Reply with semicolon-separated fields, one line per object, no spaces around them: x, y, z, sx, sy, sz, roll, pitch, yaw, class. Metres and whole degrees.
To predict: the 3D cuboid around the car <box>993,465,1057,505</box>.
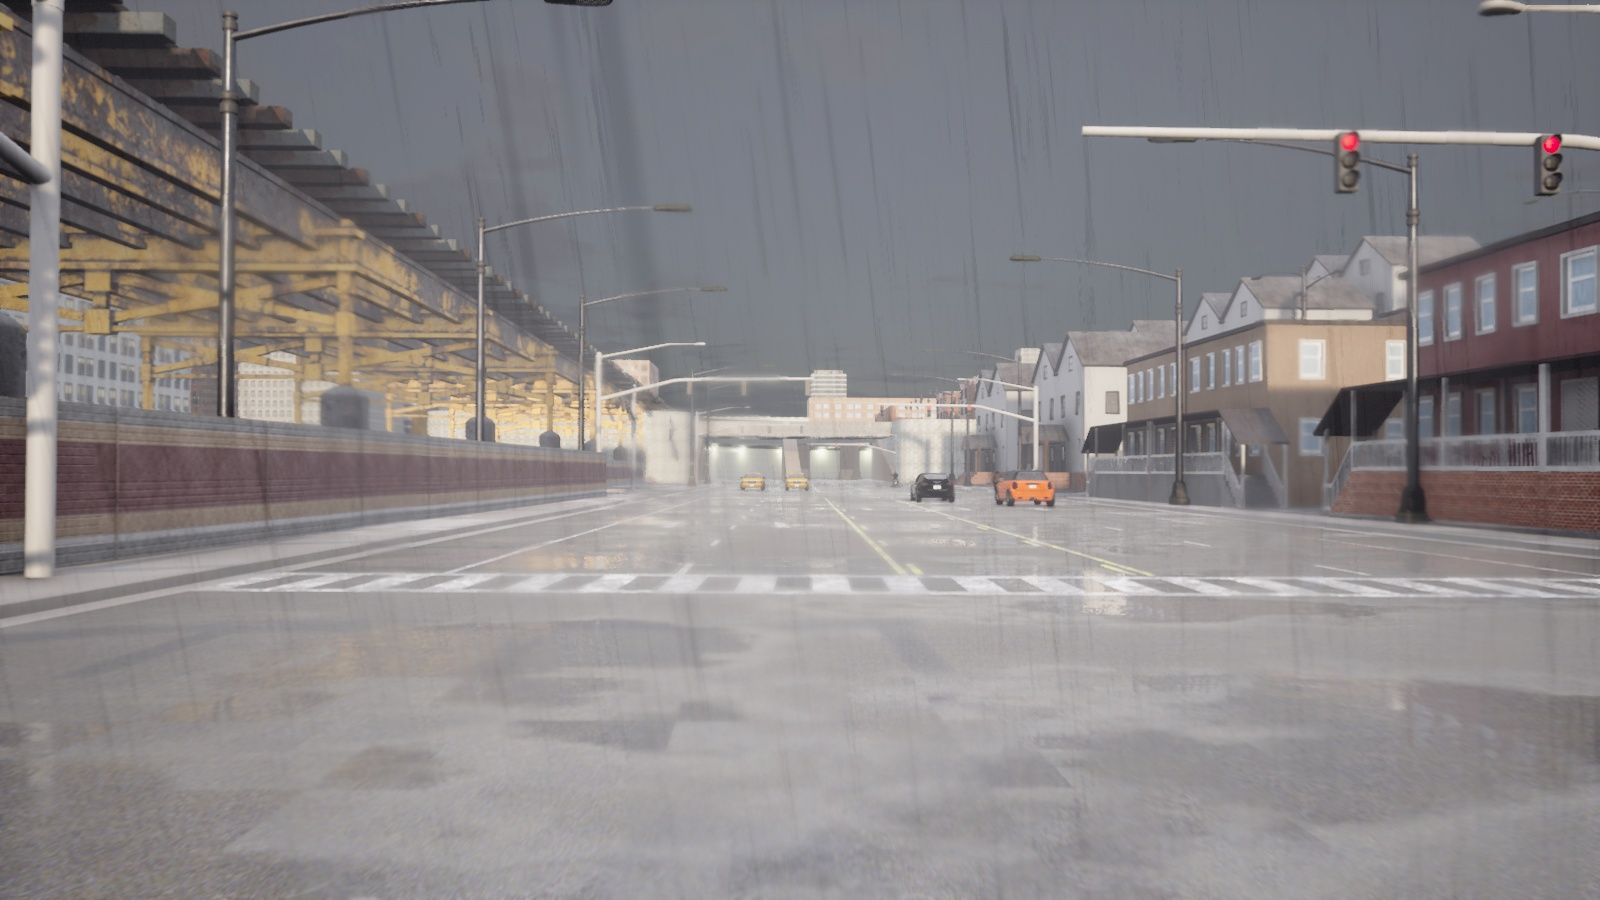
10.370;1.606;58.213;2.097;1.767;4.553;0;-1;0;car

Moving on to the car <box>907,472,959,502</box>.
6.855;1.877;65.105;2.163;1.488;4.792;0;-1;0;car
